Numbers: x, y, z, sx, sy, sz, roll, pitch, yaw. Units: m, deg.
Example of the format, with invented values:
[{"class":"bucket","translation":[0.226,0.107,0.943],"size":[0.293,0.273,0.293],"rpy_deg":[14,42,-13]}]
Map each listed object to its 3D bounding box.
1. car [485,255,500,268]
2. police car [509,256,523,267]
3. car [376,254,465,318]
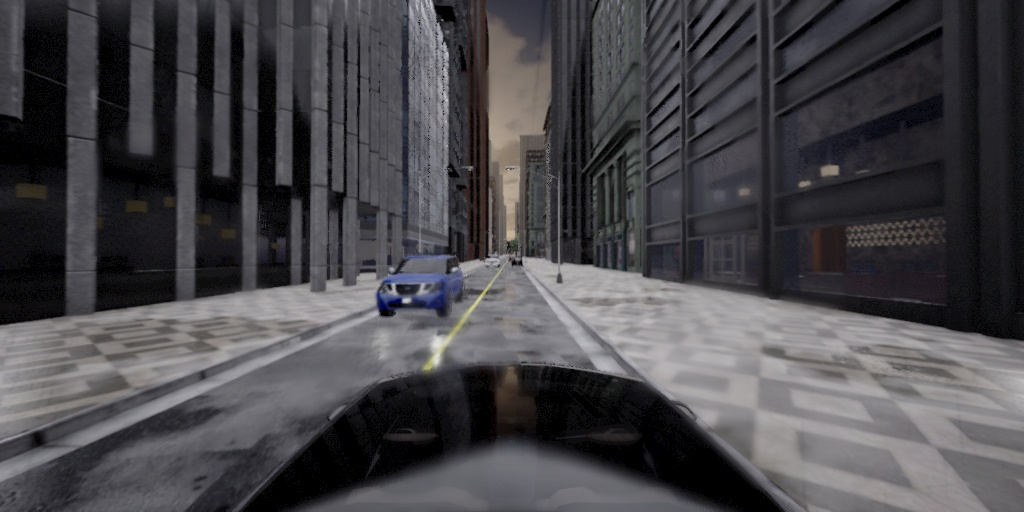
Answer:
[{"class":"car","translation":[-3.038,0.803,56.758],"size":[2.150,2.045,5.566],"rpy_deg":[0,1,1]},{"class":"police car","translation":[0.910,0.987,61.477],"size":[1.930,1.638,5.238],"rpy_deg":[0,0,0]},{"class":"car","translation":[-3.098,0.955,13.330],"size":[2.150,2.045,5.566],"rpy_deg":[0,0,0]}]
